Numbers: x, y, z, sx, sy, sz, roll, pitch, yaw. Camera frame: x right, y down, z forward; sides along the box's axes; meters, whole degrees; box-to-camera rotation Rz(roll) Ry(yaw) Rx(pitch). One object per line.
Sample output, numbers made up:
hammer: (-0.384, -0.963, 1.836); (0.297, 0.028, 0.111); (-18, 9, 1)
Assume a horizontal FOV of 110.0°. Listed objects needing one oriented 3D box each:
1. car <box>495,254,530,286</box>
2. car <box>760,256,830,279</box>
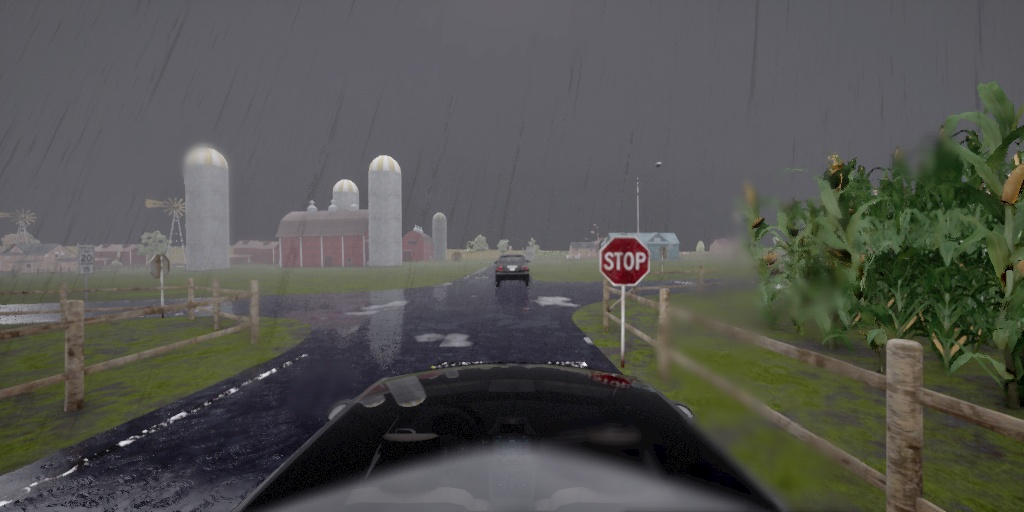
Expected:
car: (0.017, 0.912, 24.486); (2.150, 2.045, 5.566); (-1, 0, 0)
car: (19.844, 0.745, 25.101); (5.008, 1.535, 1.882); (-1, 1, -14)
